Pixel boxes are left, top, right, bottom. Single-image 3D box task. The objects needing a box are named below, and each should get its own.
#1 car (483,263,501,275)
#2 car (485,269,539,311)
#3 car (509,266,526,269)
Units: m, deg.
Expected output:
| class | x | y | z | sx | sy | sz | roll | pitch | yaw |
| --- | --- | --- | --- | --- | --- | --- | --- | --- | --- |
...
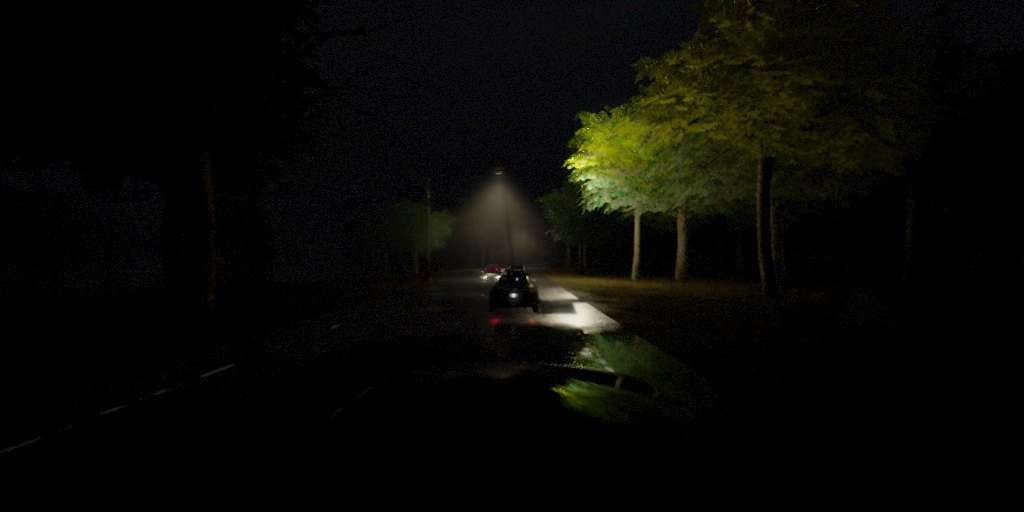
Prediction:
| class | x | y | z | sx | sy | sz | roll | pitch | yaw |
| --- | --- | --- | --- | --- | --- | --- | --- | --- | --- |
| car | -2.533 | 1.663 | 46.411 | 1.882 | 1.535 | 5.008 | 0 | 0 | 3 |
| car | 0.121 | 1.446 | 15.258 | 1.994 | 1.385 | 4.181 | 0 | 0 | 2 |
| car | 0.471 | 1.536 | 30.269 | 1.837 | 1.490 | 4.892 | 0 | 0 | 2 |
